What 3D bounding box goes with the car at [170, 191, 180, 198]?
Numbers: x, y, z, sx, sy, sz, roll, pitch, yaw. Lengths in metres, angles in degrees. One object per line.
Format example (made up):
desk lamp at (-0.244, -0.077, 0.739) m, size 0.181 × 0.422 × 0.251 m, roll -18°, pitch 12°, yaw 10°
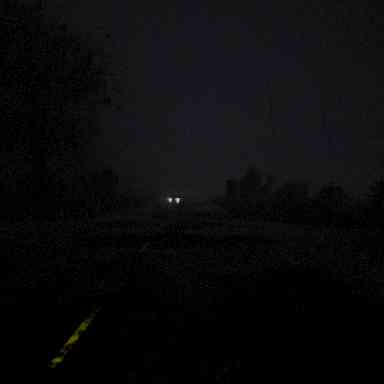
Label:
car at (-3.517, 0.478, 67.778) m, size 1.812 × 1.442 × 4.674 m, roll 0°, pitch 1°, yaw 0°
